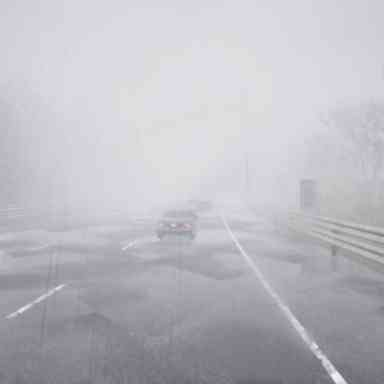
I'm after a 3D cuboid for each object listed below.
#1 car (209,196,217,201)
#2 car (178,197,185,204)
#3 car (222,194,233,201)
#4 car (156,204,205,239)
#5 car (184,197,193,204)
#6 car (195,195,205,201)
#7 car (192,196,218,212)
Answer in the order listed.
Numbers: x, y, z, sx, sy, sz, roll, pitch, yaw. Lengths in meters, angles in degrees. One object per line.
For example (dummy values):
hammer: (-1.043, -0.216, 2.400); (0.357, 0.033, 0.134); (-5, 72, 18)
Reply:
car: (5.917, 1.756, 92.870); (1.812, 1.442, 4.674); (0, 0, 11)
car: (-1.753, 1.674, 67.968); (1.812, 1.442, 4.674); (0, 0, 8)
car: (9.588, 1.463, 93.473); (2.150, 2.045, 5.566); (0, 0, 11)
car: (-0.613, 1.580, 17.638); (2.033, 1.411, 5.357); (0, 0, 5)
car: (0.385, 1.727, 58.451); (1.895, 1.301, 4.718); (0, 0, 8)
car: (2.261, 1.703, 92.324); (1.882, 1.535, 5.008); (0, 0, 11)
car: (1.670, 1.575, 40.476); (2.128, 1.511, 4.902); (0, 0, 7)
